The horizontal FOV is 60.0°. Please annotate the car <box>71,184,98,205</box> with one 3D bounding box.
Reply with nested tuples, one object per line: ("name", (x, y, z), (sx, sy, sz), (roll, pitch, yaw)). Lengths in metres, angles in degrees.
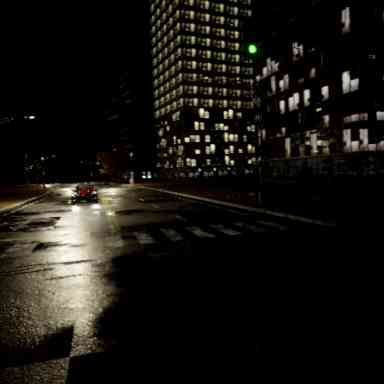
("car", (-9.346, 0.074, 29.014), (2.097, 1.767, 4.553), (-3, 3, -16))
